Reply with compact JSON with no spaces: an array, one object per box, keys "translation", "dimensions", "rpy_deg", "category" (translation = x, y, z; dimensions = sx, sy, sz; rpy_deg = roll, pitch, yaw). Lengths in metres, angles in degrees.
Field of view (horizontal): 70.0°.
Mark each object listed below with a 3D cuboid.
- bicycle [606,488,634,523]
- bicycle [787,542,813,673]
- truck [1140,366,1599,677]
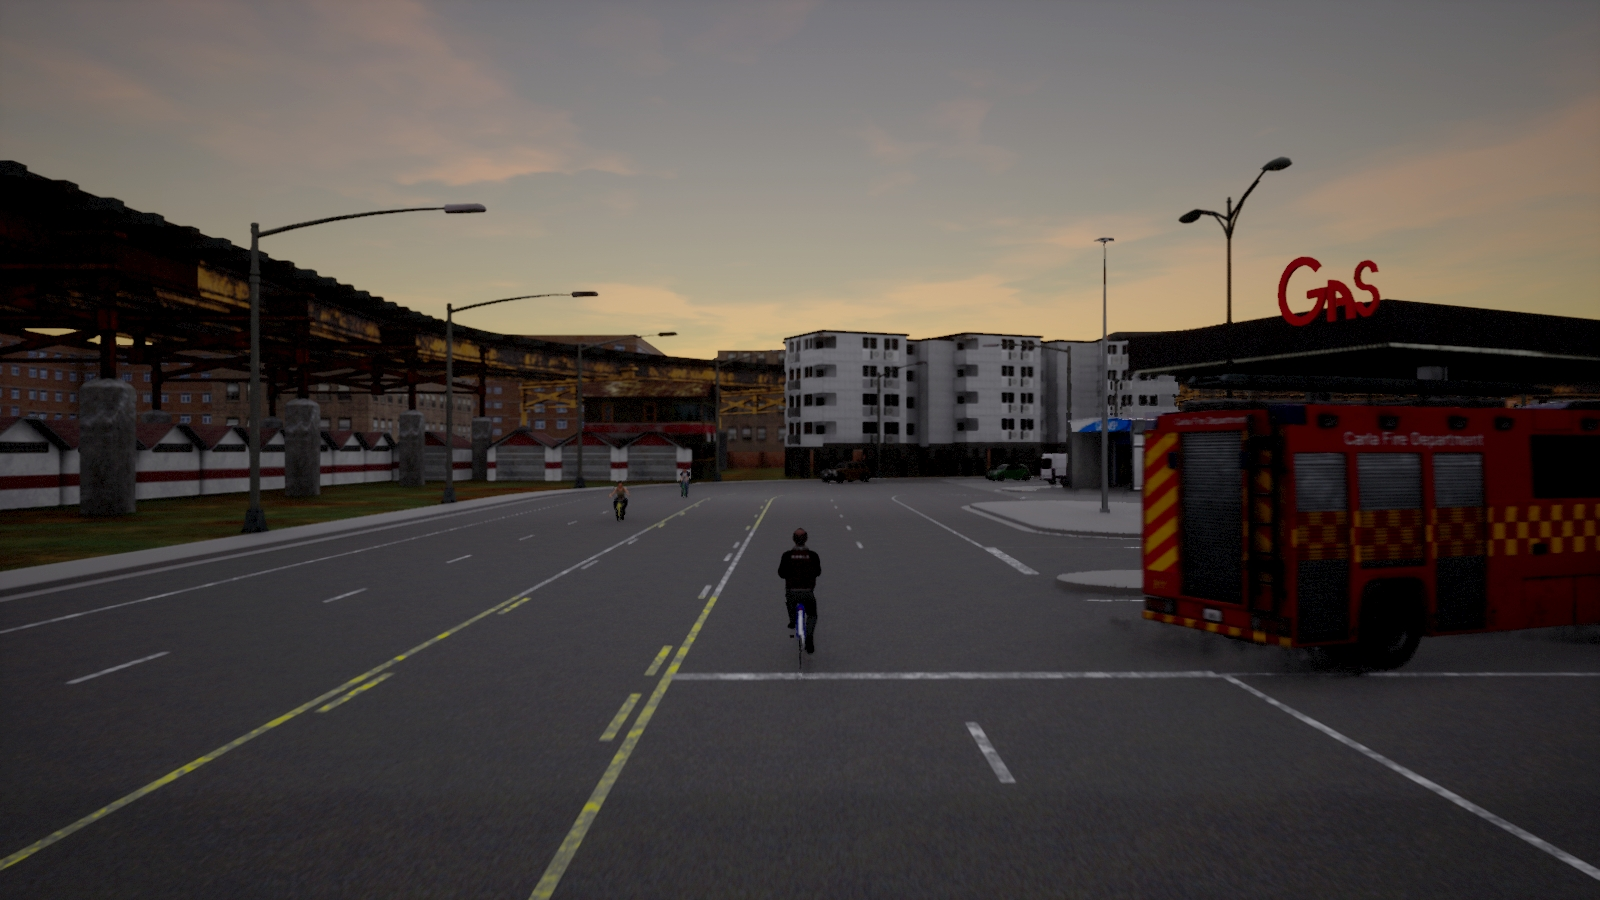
[{"translation":[-6.996,2.147,44.430],"dimensions":[0.859,1.301,1.487],"rpy_deg":[0,0,0],"category":"bicycle"},{"translation":[-0.001,2.048,15.229],"dimensions":[0.329,1.496,1.835],"rpy_deg":[0,0,0],"category":"bicycle"},{"translation":[9.474,0.890,16.962],"dimensions":[8.468,3.827,2.891],"rpy_deg":[0,0,-21],"category":"truck"}]
